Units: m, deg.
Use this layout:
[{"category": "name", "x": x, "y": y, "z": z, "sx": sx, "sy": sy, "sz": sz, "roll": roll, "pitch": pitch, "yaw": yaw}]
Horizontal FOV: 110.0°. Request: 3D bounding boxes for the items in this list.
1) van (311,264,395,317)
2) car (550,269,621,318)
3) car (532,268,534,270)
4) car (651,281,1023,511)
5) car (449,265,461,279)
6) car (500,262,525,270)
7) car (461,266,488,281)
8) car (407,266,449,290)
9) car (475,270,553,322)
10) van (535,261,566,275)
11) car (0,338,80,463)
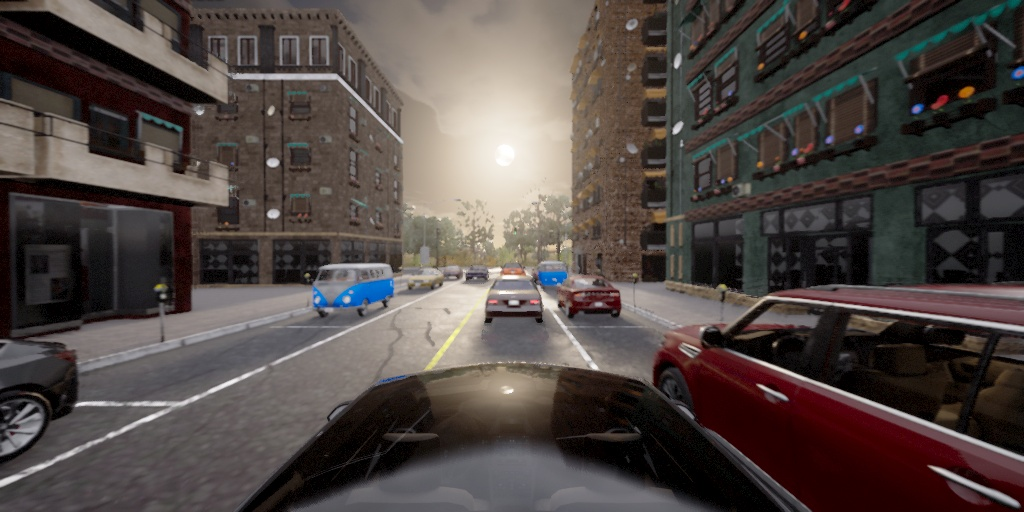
[{"category": "van", "x": -5.692, "y": 1.172, "z": 13.257, "sx": 1.690, "sy": 1.789, "sz": 3.998, "roll": 0, "pitch": 0, "yaw": 0}, {"category": "car", "x": 2.688, "y": 1.377, "z": 13.306, "sx": 1.888, "sy": 1.381, "sz": 4.507, "roll": 0, "pitch": 0, "yaw": 0}, {"category": "car", "x": 2.686, "y": 1.386, "z": 29.878, "sx": 1.967, "sy": 1.591, "sz": 4.097, "roll": 0, "pitch": 0, "yaw": 0}, {"category": "car", "x": 2.690, "y": 1.069, "z": 2.258, "sx": 2.192, "sy": 1.841, "sz": 5.009, "roll": 0, "pitch": 0, "yaw": 0}, {"category": "car", "x": -5.792, "y": 1.565, "z": 35.347, "sx": 1.802, "sy": 1.307, "sz": 4.207, "roll": 0, "pitch": 0, "yaw": 0}, {"category": "car", "x": 0.078, "y": 1.305, "z": 30.682, "sx": 2.097, "sy": 1.767, "sz": 4.553, "roll": 0, "pitch": 0, "yaw": 0}, {"category": "car", "x": -3.084, "y": 1.565, "z": 32.468, "sx": 1.895, "sy": 1.301, "sz": 4.718, "roll": 0, "pitch": 0, "yaw": 0}, {"category": "car", "x": -5.693, "y": 1.433, "z": 24.135, "sx": 1.751, "sy": 1.417, "sz": 4.829, "roll": 0, "pitch": 0, "yaw": 0}, {"category": "car", "x": 0.068, "y": 1.374, "z": 12.601, "sx": 2.033, "sy": 1.411, "sz": 5.357, "roll": 0, "pitch": 0, "yaw": 0}, {"category": "van", "x": 2.687, "y": 1.249, "z": 24.354, "sx": 1.690, "sy": 1.789, "sz": 3.998, "roll": 0, "pitch": 0, "yaw": 0}, {"category": "car", "x": -5.691, "y": 1.319, "z": 2.208, "sx": 1.948, "sy": 1.339, "sz": 4.313, "roll": 0, "pitch": 0, "yaw": 0}]
